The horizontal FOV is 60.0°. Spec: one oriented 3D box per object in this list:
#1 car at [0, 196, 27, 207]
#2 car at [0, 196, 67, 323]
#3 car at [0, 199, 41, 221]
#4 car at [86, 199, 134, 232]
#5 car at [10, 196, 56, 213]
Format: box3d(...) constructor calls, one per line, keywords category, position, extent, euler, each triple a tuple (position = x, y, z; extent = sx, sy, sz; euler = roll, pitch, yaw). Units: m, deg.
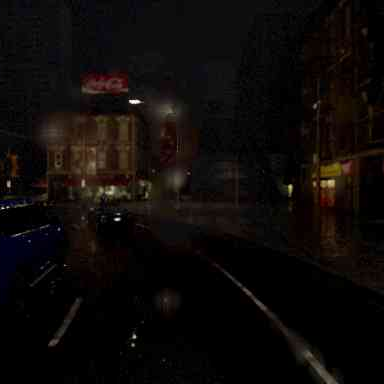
box3d(category="car", position=(-22.684, 1.146, 41.129), extent=(4.718, 1.301, 1.895), euler=(0, 1, 31))
box3d(category="car", position=(-4.204, 1.144, 6.972), extent=(2.150, 2.045, 5.566), euler=(0, 1, -10))
box3d(category="car", position=(-13.144, 1.287, 25.165), extent=(1.994, 1.385, 4.181), euler=(-1, 1, -40))
box3d(category="car", position=(-4.692, 1.351, 18.795), extent=(1.994, 1.385, 4.181), euler=(0, 1, -26))
box3d(category="car", position=(-15.626, 1.188, 32.571), extent=(5.357, 1.411, 2.033), euler=(0, 1, 39))
